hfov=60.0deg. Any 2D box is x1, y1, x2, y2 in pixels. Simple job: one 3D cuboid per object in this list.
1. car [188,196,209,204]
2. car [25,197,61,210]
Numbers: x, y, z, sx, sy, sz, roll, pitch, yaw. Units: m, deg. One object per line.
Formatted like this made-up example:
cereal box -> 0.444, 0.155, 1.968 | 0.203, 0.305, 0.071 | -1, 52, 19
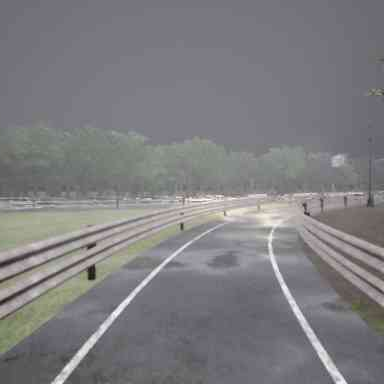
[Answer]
car -> 1.478, 1.431, 57.970 | 5.357, 1.411, 2.033 | -1, 1, -30
car -> -20.334, 1.439, 45.517 | 4.553, 1.767, 2.097 | 0, 0, -30
